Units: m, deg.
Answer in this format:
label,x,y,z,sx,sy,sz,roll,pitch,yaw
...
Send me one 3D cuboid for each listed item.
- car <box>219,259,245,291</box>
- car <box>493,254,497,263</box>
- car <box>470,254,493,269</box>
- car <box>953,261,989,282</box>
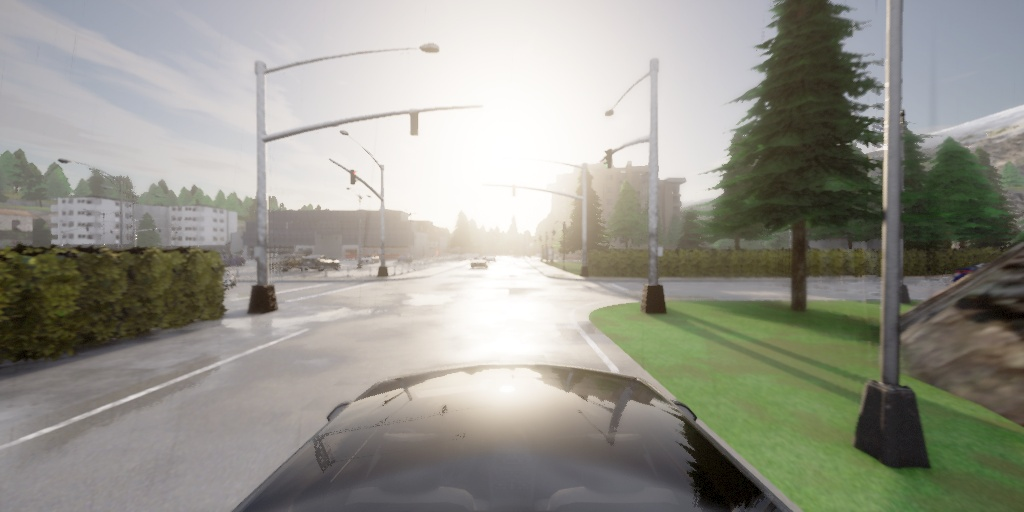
label,x,y,z,sx,sy,sz,roll,pitch,yaw
car,-15.831,1.040,16.983,4.902,1.511,2.128,0,1,1
car,-3.700,0.388,62.571,1.812,1.442,4.674,0,1,0
car,-3.715,0.711,41.902,2.033,1.411,5.357,0,1,0
car,24.266,0.964,17.278,5.008,1.535,1.882,0,1,-7
